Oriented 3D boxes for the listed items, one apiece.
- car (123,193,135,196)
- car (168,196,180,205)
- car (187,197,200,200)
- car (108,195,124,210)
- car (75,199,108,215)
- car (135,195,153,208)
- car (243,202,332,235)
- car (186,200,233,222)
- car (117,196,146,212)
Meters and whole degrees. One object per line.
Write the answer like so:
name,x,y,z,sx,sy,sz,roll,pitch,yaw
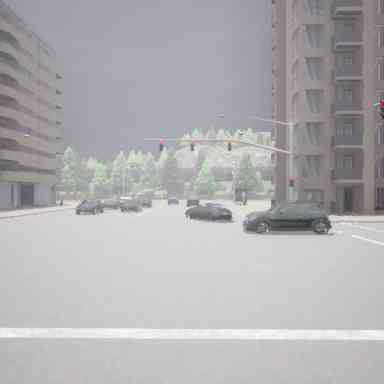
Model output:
car,-10.435,1.221,54.451,2.150,2.045,5.566,0,0,1
car,-3.369,1.526,60.049,1.812,1.442,4.674,0,0,0
car,0.204,1.477,51.213,1.882,1.535,5.008,0,0,0
car,-10.486,1.526,43.754,1.812,1.442,4.674,0,0,0
car,-10.511,1.505,34.503,1.837,1.490,4.892,0,0,0
car,-6.952,1.564,48.634,1.994,1.385,4.181,0,0,1
car,5.102,1.351,18.265,4.553,1.767,2.097,0,0,1
car,1.315,1.564,26.431,1.994,1.385,4.181,-1,0,-38
car,-6.988,1.505,38.691,1.837,1.490,4.892,0,0,0
